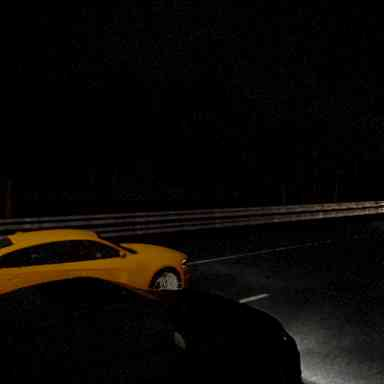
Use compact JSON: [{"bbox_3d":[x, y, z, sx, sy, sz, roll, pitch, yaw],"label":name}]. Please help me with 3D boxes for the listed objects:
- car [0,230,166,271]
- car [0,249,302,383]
[{"bbox_3d":[-2.356,1.468,6.365,5.008,1.535,1.882,0,0,-36],"label":"car"},{"bbox_3d":[-0.889,1.559,3.112,4.181,1.385,1.994,0,0,-36],"label":"car"}]
